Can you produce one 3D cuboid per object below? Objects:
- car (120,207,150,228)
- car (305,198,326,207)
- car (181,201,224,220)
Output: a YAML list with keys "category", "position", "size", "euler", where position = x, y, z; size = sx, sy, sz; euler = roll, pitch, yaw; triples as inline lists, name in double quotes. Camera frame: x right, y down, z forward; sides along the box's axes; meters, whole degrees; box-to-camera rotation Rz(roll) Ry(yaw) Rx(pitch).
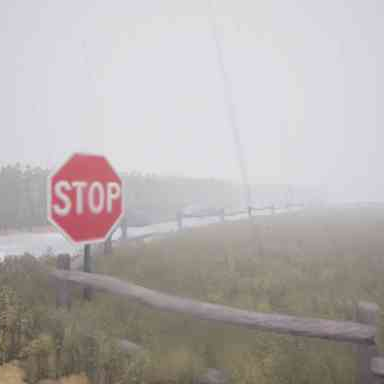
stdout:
- category: "car"
  position: [-4.915, 1.556, 20.104]
  size: [2.033, 1.411, 5.357]
  euler: [0, 0, 35]
- category: "car"
  position: [16.895, 1.499, 45.200]
  size: [2.128, 1.511, 4.902]
  euler: [0, 0, 36]
- category: "car"
  position: [0.922, 1.500, 28.320]
  size: [2.128, 1.511, 4.902]
  euler: [0, 0, 35]
